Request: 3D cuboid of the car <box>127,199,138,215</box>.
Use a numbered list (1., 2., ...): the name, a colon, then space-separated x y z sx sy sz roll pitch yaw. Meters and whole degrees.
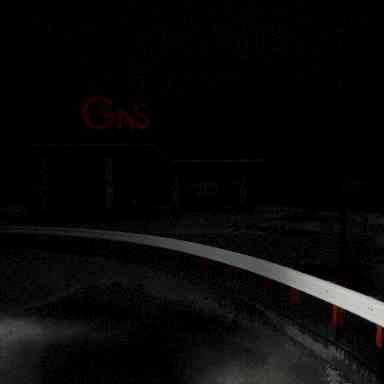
1. car: -7.018 1.393 31.446 3.633 1.501 1.845 0 0 4
